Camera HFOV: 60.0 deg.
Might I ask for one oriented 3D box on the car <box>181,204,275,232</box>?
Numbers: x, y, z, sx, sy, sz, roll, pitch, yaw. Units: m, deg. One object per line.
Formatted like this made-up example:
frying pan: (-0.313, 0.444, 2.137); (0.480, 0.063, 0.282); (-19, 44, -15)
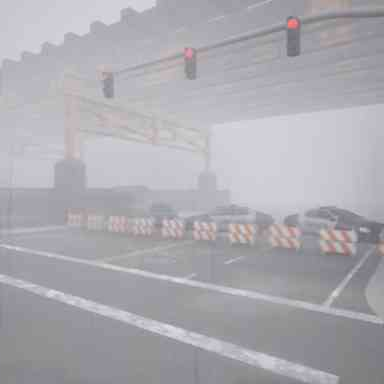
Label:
car: (1.823, 1.287, 17.894); (4.536, 1.218, 1.853); (0, 0, -1)

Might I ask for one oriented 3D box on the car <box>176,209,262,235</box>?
car: (1.771, 1.444, 17.893); (4.974, 1.542, 2.038); (0, 0, -1)

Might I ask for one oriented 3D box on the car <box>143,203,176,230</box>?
car: (-1.987, 1.439, 20.560); (2.038, 1.542, 4.974); (0, 0, -11)

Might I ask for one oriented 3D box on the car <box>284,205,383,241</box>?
car: (6.576, 1.292, 15.465); (1.853, 1.218, 4.536); (0, 0, -26)

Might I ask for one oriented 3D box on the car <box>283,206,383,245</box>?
car: (6.599, 1.450, 15.419); (2.038, 1.542, 4.974); (0, 0, -26)

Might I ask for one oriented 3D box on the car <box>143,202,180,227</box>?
car: (-1.997, 1.282, 20.610); (1.853, 1.218, 4.536); (0, 0, -11)
